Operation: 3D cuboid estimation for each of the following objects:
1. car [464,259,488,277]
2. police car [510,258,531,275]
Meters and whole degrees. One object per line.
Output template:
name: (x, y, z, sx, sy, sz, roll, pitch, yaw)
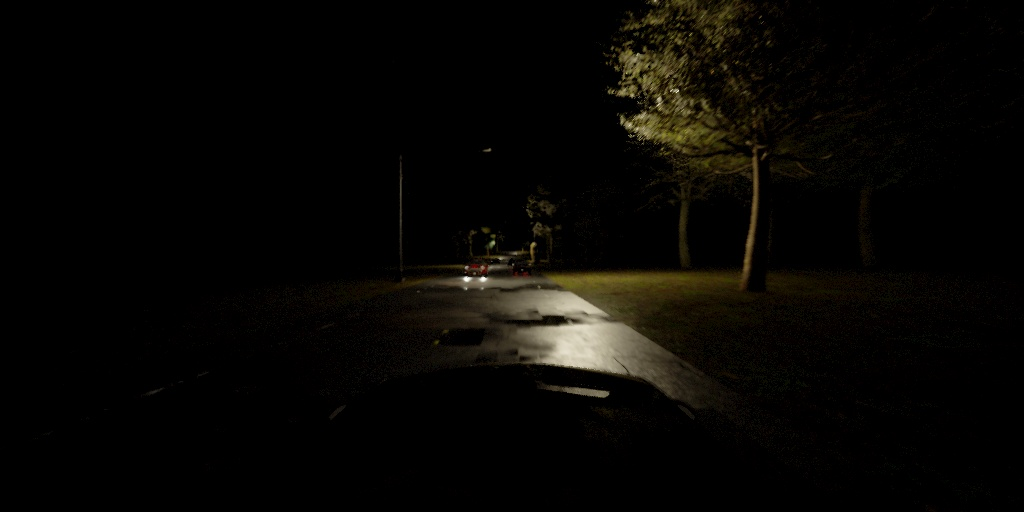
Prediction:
car: (-3.566, 1.129, 36.390, 2.097, 1.767, 4.553, 0, 0, 0)
police car: (1.052, 1.209, 39.131, 1.930, 1.638, 5.238, 0, 0, 0)
